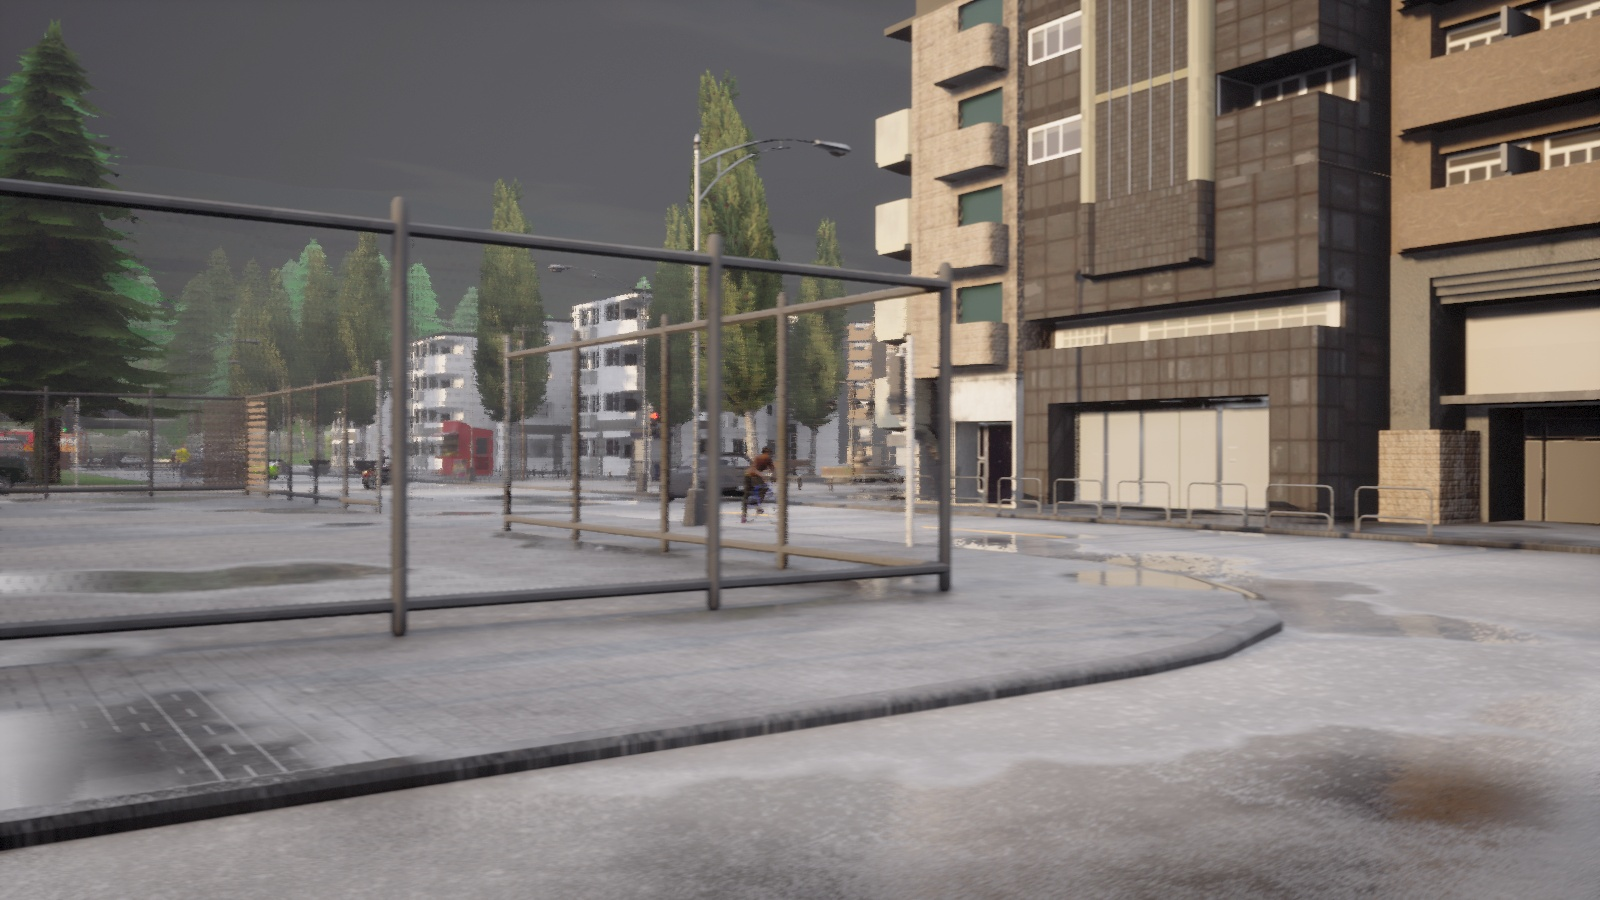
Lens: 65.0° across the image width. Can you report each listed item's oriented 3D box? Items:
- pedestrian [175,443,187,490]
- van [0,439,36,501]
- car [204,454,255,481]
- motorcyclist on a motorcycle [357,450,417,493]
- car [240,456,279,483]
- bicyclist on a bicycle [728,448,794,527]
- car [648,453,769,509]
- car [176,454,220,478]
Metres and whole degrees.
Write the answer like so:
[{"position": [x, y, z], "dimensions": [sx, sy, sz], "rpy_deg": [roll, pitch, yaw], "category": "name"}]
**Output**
[{"position": [-24.441, 0.644, 49.600], "dimensions": [0.354, 1.836, 0.706], "rpy_deg": [0, 0, -33], "category": "pedestrian"}, {"position": [-27.285, 0.654, 40.490], "dimensions": [4.442, 1.987, 1.775], "rpy_deg": [0, 0, -35], "category": "van"}, {"position": [-33.028, 0.997, 72.573], "dimensions": [1.837, 1.490, 4.892], "rpy_deg": [0, 0, -35], "category": "car"}, {"position": [-16.394, 0.852, 49.880], "dimensions": [0.766, 1.649, 2.350], "rpy_deg": [-2, -1, 29], "category": "motorcyclist on a motorcycle"}, {"position": [-28.358, 1.021, 65.892], "dimensions": [1.481, 1.376, 2.207], "rpy_deg": [0, -1, -35], "category": "car"}, {"position": [-0.843, 0.764, 26.430], "dimensions": [0.582, 1.620, 1.656], "rpy_deg": [0, 0, -35], "category": "bicyclist on a bicycle"}, {"position": [-2.662, 0.852, 36.020], "dimensions": [1.845, 1.501, 3.633], "rpy_deg": [0, 0, -35], "category": "car"}, {"position": [-38.768, 1.030, 80.828], "dimensions": [1.837, 1.490, 4.892], "rpy_deg": [0, 0, -35], "category": "car"}]
